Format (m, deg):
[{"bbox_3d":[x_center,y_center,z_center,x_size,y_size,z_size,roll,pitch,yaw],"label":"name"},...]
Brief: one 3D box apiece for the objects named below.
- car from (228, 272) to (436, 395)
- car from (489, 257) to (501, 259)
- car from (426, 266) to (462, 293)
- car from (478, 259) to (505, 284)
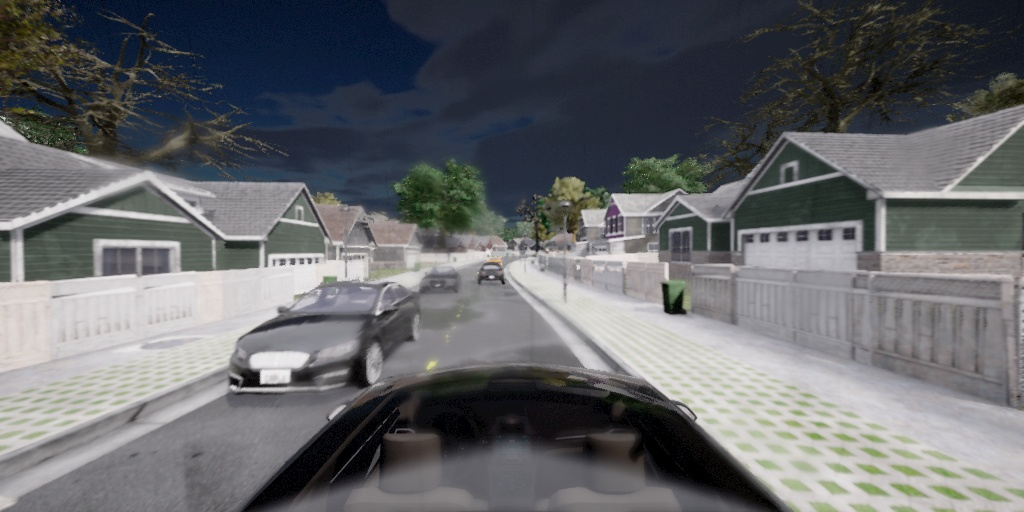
[{"bbox_3d":[-3.055,1.246,6.944,2.128,1.511,4.902,0,0,-2],"label":"car"},{"bbox_3d":[-2.152,0.876,45.189,1.882,1.535,5.008,0,1,0],"label":"car"},{"bbox_3d":[-3.881,1.284,20.099,1.994,1.385,4.181,0,0,-4],"label":"car"},{"bbox_3d":[-1.472,1.195,25.805,1.812,1.442,4.674,0,1,-4],"label":"car"}]
